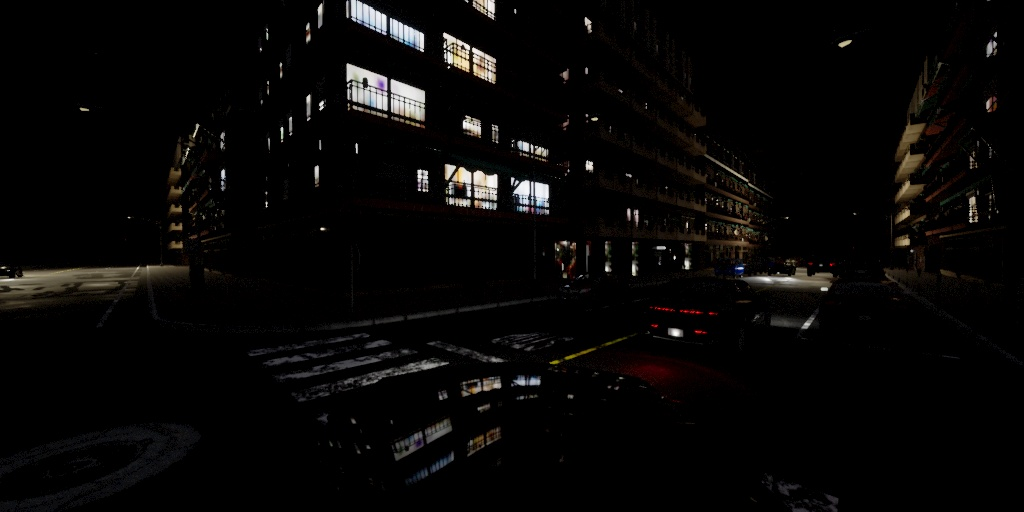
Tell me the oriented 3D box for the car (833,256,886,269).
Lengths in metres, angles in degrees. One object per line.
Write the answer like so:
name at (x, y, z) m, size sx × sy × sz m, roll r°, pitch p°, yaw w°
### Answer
car at (21.268, 1.050, 21.819) m, size 2.192 × 1.841 × 5.009 m, roll 0°, pitch 0°, yaw 44°

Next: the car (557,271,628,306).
car at (3.693, 1.319, 15.665) m, size 1.802 × 1.307 × 4.207 m, roll 0°, pitch 0°, yaw 44°

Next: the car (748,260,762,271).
car at (23.170, 1.305, 35.787) m, size 1.802 × 1.307 × 4.207 m, roll 0°, pitch 0°, yaw 44°

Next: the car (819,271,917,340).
car at (9.689, 1.290, 9.857) m, size 1.888 × 1.381 × 4.507 m, roll 0°, pitch 0°, yaw 44°

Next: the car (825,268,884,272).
car at (13.390, 1.307, 13.681) m, size 1.948 × 1.339 × 4.313 m, roll 0°, pitch 0°, yaw 44°

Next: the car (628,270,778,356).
car at (4.891, 1.249, 8.765) m, size 1.837 × 1.490 × 4.892 m, roll 0°, pitch 0°, yaw 44°

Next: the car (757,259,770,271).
car at (27.107, 1.303, 39.858) m, size 1.802 × 1.307 × 4.207 m, roll 0°, pitch 0°, yaw 44°

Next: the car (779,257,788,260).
car at (34.957, 1.033, 48.025) m, size 2.192 × 1.841 × 5.009 m, roll 0°, pitch 0°, yaw 44°

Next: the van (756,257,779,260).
van at (31.039, 1.061, 43.937) m, size 1.690 × 1.789 × 3.998 m, roll 0°, pitch 0°, yaw 44°

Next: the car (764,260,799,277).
car at (27.197, 1.326, 36.123) m, size 1.895 × 1.301 × 4.718 m, roll 0°, pitch 0°, yaw 44°

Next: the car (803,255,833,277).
car at (30.323, 0.949, 34.891) m, size 2.150 × 2.045 × 5.566 m, roll 0°, pitch 0°, yaw 45°

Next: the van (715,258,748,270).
van at (19.231, 1.066, 31.717) m, size 1.690 × 1.789 × 3.998 m, roll 0°, pitch 0°, yaw 44°

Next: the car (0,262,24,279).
car at (-45.468, 1.273, 31.918) m, size 4.674 × 1.442 × 1.812 m, roll 0°, pitch 1°, yaw 44°
